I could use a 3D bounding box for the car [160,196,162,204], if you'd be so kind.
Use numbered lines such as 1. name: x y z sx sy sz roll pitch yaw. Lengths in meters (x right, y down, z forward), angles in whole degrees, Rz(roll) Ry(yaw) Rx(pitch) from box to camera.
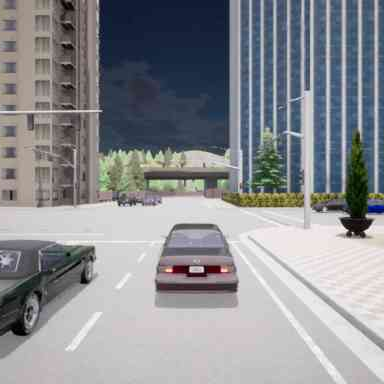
1. car: -6.892 1.351 63.736 2.097 1.767 4.553 0 0 1

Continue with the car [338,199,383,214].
1. car: 17.632 1.477 33.032 5.008 1.535 1.882 0 0 0

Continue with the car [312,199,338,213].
1. car: 15.682 1.504 36.517 4.892 1.490 1.837 0 0 0

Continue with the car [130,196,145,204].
1. car: -10.387 1.547 64.121 2.033 1.411 5.357 0 0 1

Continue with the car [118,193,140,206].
1. car: -10.460 1.221 53.882 2.150 2.045 5.566 0 0 0

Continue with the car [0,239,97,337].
1. car: -3.422 1.601 6.626 1.895 1.301 4.718 0 0 1

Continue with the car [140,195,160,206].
1. car: -6.953 1.351 54.847 2.097 1.767 4.553 0 0 0

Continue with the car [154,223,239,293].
1. car: 0.097 1.547 8.962 2.033 1.411 5.357 0 0 0
